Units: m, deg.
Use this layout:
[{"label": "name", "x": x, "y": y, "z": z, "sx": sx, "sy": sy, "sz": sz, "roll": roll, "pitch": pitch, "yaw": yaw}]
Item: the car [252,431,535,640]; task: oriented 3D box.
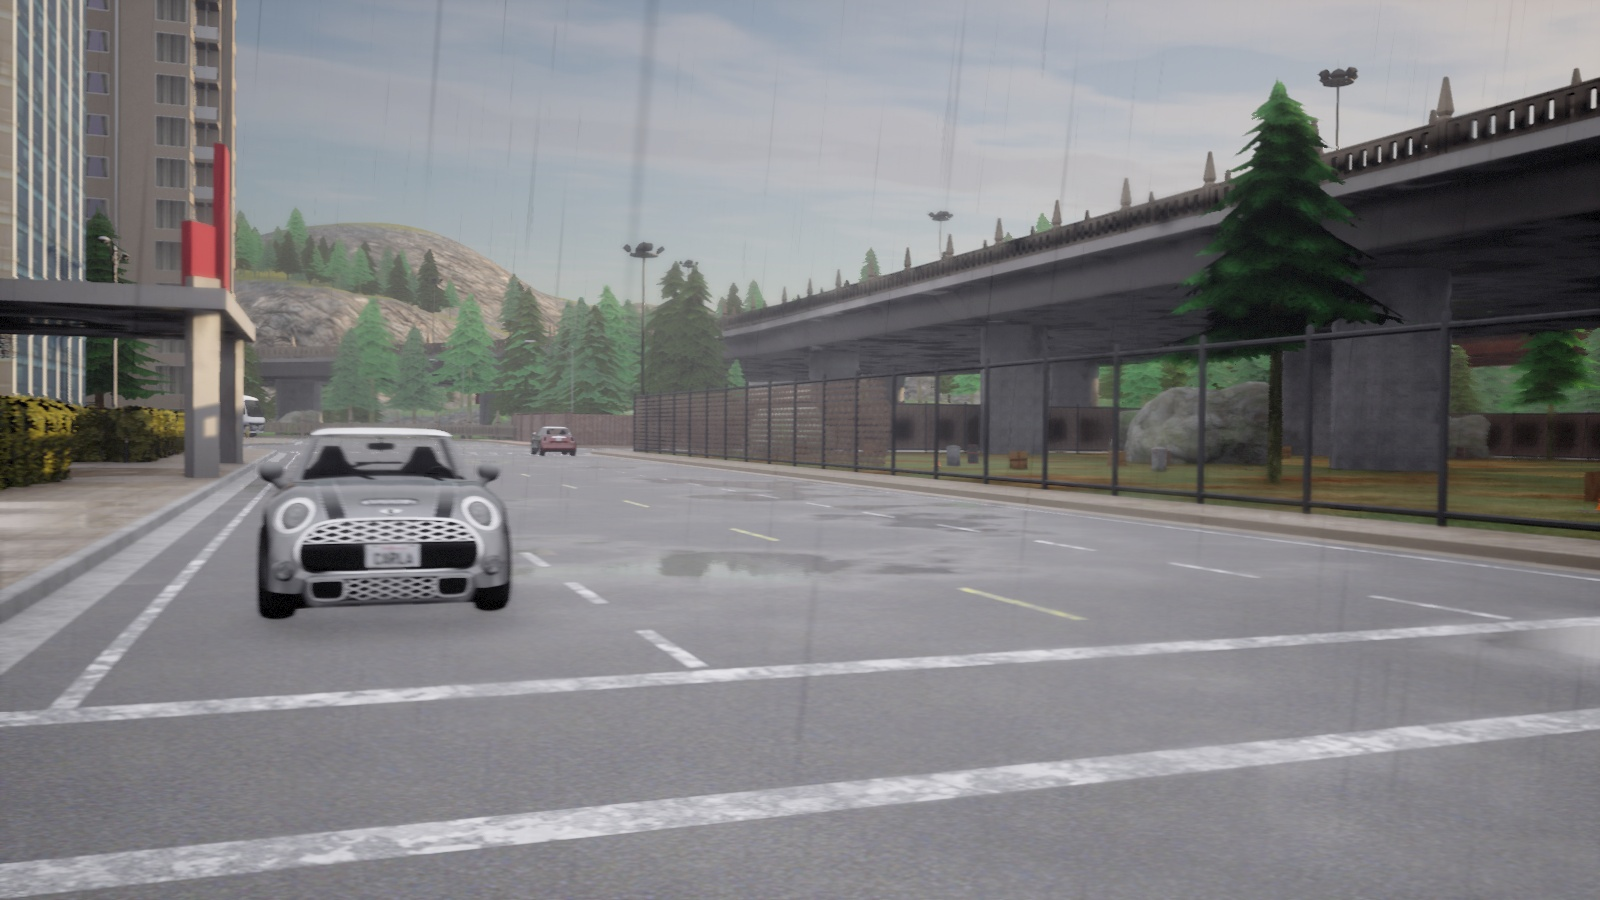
[{"label": "car", "x": -3.637, "y": 0.581, "z": 11.075, "sx": 1.970, "sy": 1.475, "sz": 3.806, "roll": -1, "pitch": 1, "yaw": -21}]

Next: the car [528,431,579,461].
[{"label": "car", "x": -12.775, "y": -0.225, "z": 65.043, "sx": 1.970, "sy": 1.475, "sz": 3.806, "roll": -1, "pitch": 1, "yaw": -21}]
